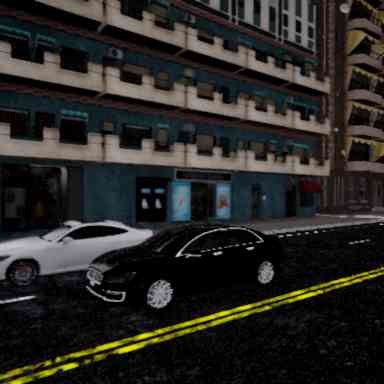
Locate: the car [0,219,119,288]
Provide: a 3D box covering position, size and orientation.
[{"bbox_3d":[-3.185,1.522,9.397,4.674,1.442,1.812,0,0,-36],"label":"car"}]

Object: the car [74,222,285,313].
[{"bbox_3d":[0.086,1.501,7.740,4.892,1.490,1.837,0,0,-35],"label":"car"}]
